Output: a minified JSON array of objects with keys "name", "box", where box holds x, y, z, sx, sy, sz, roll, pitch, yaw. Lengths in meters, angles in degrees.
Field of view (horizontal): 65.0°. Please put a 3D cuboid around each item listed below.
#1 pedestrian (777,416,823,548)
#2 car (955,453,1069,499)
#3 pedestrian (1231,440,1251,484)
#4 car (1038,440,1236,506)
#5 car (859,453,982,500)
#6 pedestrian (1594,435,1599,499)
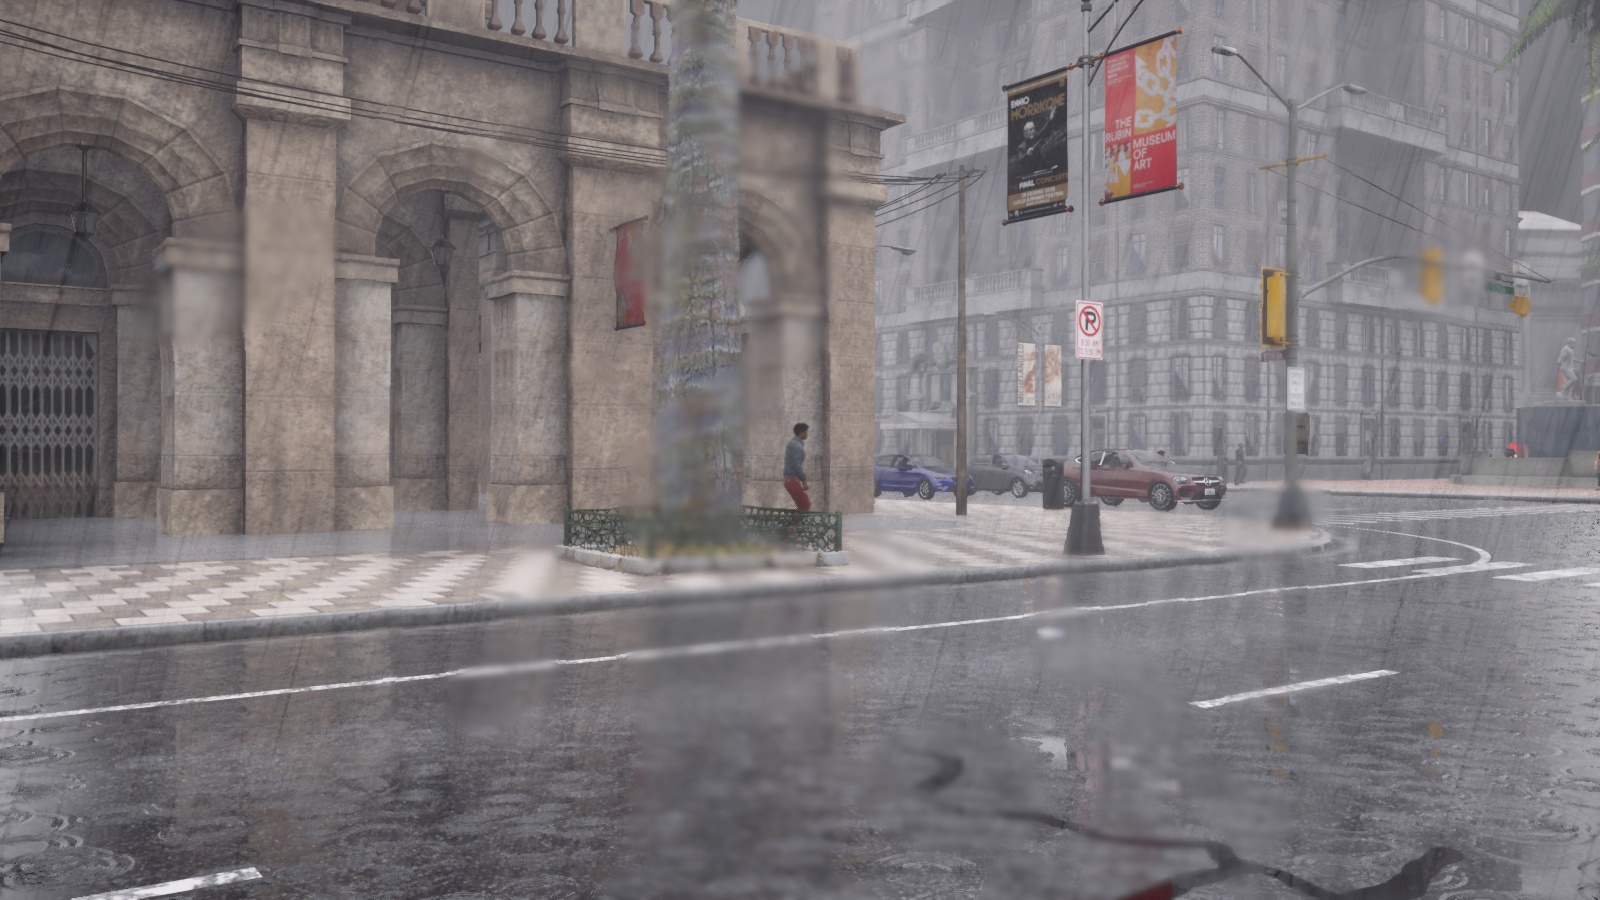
[{"name":"pedestrian","box":[-0.003,0.445,17.809,0.614,1.847,0.353,0,0,-7]},{"name":"car","box":[7.234,0.849,43.140,1.845,1.501,3.633,0,0,-35]},{"name":"pedestrian","box":[18.543,0.491,52.793,0.376,1.854,0.720,0,0,-30]},{"name":"car","box":[9.144,0.588,34.468,2.152,1.651,5.027,0,0,-35]},{"name":"car","box":[3.948,0.852,41.834,1.816,1.474,4.193,0,0,-34]},{"name":"pedestrian","box":[23.332,0.499,36.403,0.594,1.836,0.345,0,0,-36]}]
